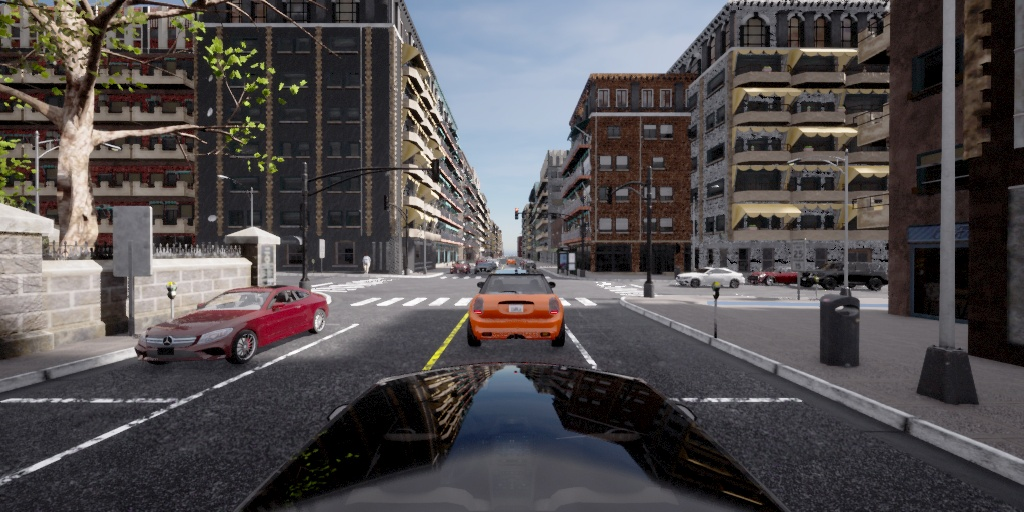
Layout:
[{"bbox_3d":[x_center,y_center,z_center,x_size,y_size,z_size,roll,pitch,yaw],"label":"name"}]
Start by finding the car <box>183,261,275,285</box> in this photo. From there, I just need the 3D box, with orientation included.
[{"bbox_3d":[-17.685,1.035,22.586,4.181,1.385,1.994,1,0,-1],"label":"car"}]

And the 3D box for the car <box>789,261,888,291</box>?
[{"bbox_3d":[24.216,1.417,26.364,5.566,2.045,2.150,1,0,-1],"label":"car"}]

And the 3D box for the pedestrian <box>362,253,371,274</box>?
[{"bbox_3d":[-12.764,0.651,31.386,0.375,1.860,0.375,0,-1,-1],"label":"pedestrian"}]

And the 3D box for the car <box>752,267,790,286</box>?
[{"bbox_3d":[21.334,1.570,28.889,4.097,1.591,1.967,0,0,-1],"label":"car"}]

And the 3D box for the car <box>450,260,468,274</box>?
[{"bbox_3d":[-5.756,1.187,40.406,1.967,1.591,4.097,0,0,0],"label":"car"}]

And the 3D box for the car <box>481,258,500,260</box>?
[{"bbox_3d":[-3.171,1.312,49.978,1.994,1.385,4.181,0,0,0],"label":"car"}]

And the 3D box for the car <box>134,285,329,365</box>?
[{"bbox_3d":[-5.700,1.331,7.995,1.802,1.307,4.207,0,0,0],"label":"car"}]

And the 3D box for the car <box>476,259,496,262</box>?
[{"bbox_3d":[-3.160,1.312,41.004,1.994,1.385,4.181,0,0,0],"label":"car"}]

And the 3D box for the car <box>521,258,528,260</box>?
[{"bbox_3d":[2.605,1.298,51.692,2.007,1.370,4.403,0,0,0],"label":"car"}]

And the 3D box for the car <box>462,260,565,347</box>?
[{"bbox_3d":[0.113,1.101,9.507,2.097,1.767,4.553,0,0,1],"label":"car"}]

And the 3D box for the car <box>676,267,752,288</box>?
[{"bbox_3d":[14.474,1.549,26.234,4.674,1.442,1.812,1,0,-2],"label":"car"}]
